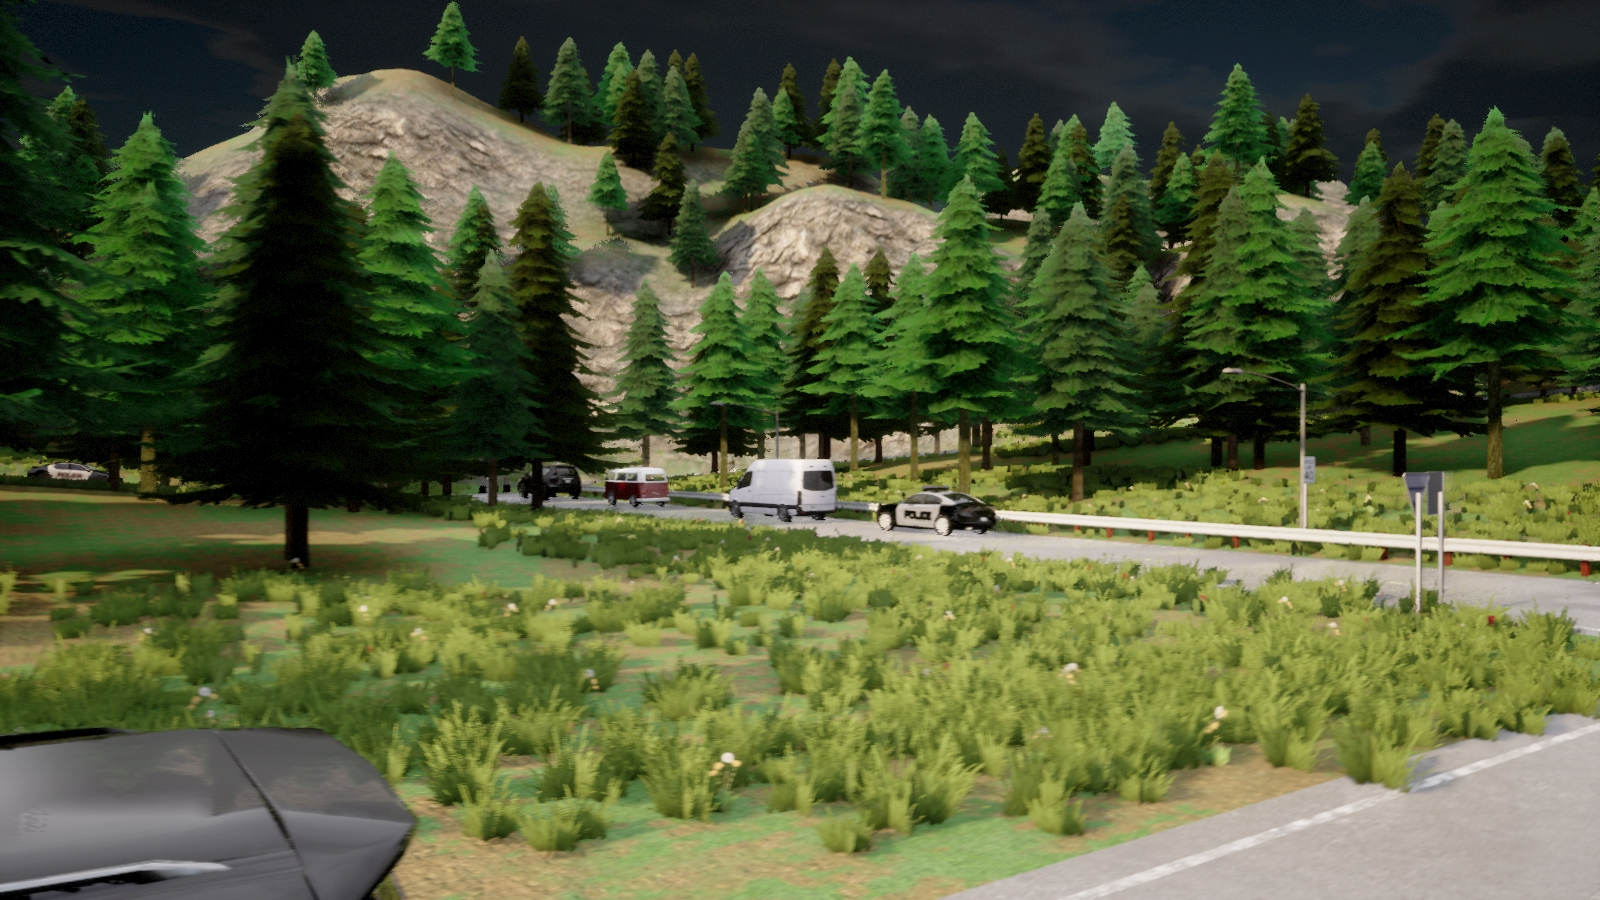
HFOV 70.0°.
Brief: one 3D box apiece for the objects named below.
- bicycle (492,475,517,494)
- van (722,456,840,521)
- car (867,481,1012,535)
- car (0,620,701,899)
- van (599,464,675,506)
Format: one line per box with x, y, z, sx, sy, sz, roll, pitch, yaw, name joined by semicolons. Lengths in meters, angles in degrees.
-18.893;2.208;73.139;1.487;1.176;0.859;0;1;43;bicycle
-0.900;1.534;48.433;1.988;2.561;5.915;0;0;-35;van
4.845;1.982;40.450;2.097;1.638;5.238;0;0;-35;car
-3.097;1.639;1.637;5.566;2.045;2.150;0;0;-35;car
-8.487;1.782;59.248;2.069;2.038;4.480;0;0;-35;van
